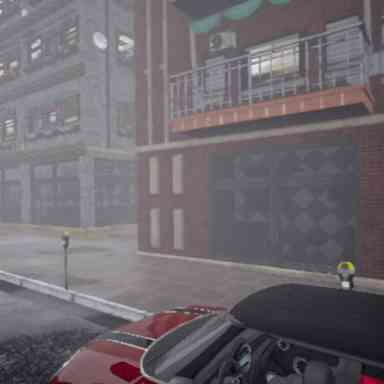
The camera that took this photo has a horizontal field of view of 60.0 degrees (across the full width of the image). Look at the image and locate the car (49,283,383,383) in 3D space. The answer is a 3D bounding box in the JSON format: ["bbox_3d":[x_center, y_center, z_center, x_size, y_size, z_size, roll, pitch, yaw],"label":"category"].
[{"bbox_3d":[0.725,1.440,2.377,4.097,1.590,1.967,0,-1,36],"label":"car"}]
